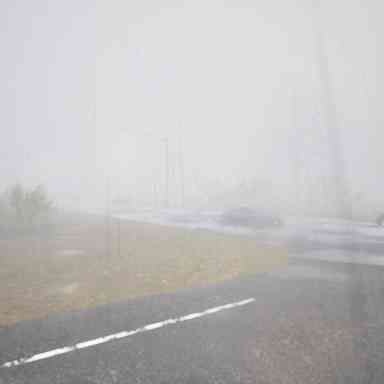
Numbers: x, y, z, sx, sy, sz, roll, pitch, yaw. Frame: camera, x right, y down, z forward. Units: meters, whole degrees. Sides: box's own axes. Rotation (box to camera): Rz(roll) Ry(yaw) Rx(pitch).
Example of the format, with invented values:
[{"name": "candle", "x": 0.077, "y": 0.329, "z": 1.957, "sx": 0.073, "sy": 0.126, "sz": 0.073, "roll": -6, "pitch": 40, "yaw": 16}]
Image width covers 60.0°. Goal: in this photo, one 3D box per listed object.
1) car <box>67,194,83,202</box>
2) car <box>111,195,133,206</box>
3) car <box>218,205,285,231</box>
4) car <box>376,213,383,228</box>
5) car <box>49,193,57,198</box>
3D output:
[{"name": "car", "x": -23.919, "y": 1.149, "z": 67.943, "sx": 1.882, "sy": 1.535, "sz": 5.008, "roll": 0, "pitch": 0, "yaw": -37}, {"name": "car", "x": -10.693, "y": 1.305, "z": 50.571, "sx": 1.837, "sy": 1.490, "sz": 4.892, "roll": 0, "pitch": 0, "yaw": -37}, {"name": "car", "x": 3.534, "y": 1.526, "z": 20.335, "sx": 1.994, "sy": 1.385, "sz": 4.181, "roll": 0, "pitch": 0, "yaw": -37}, {"name": "car", "x": 13.297, "y": 1.472, "z": 19.045, "sx": 1.882, "sy": 1.535, "sz": 5.008, "roll": 0, "pitch": 0, "yaw": -37}, {"name": "car", "x": -35.247, "y": 1.028, "z": 82.822, "sx": 1.882, "sy": 1.535, "sz": 5.008, "roll": 0, "pitch": 0, "yaw": -37}]
